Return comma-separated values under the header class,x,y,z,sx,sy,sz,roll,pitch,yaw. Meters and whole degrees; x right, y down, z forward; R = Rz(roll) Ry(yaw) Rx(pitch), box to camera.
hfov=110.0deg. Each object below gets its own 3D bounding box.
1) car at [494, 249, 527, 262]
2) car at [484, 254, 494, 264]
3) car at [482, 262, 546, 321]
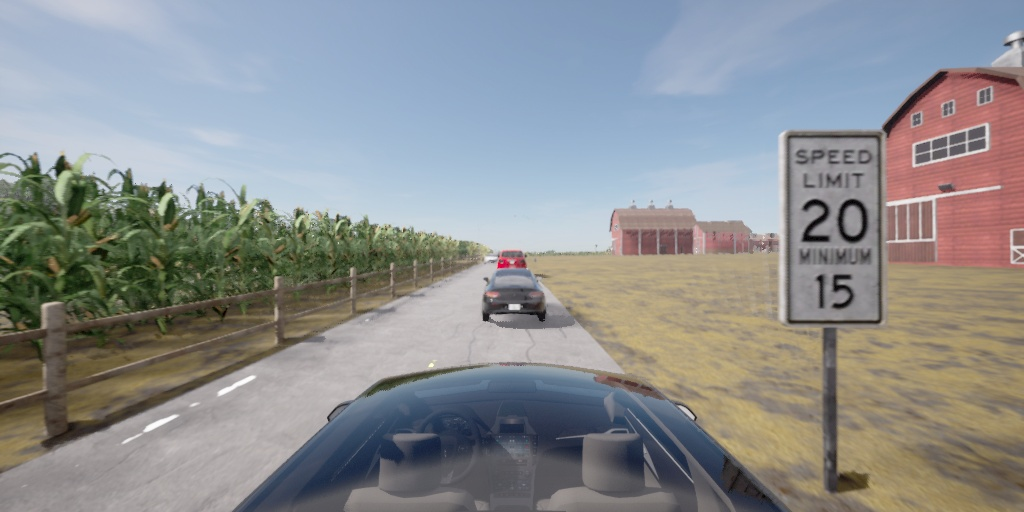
class,x,y,z,sx,sy,sz,roll,pitch,yaw
car,0.014,0.495,28.310,2.150,2.045,5.566,0,1,0
car,-2.923,0.399,51.093,1.812,1.442,4.674,0,1,0
car,0.034,1.104,11.557,1.812,1.442,4.674,0,1,-1
